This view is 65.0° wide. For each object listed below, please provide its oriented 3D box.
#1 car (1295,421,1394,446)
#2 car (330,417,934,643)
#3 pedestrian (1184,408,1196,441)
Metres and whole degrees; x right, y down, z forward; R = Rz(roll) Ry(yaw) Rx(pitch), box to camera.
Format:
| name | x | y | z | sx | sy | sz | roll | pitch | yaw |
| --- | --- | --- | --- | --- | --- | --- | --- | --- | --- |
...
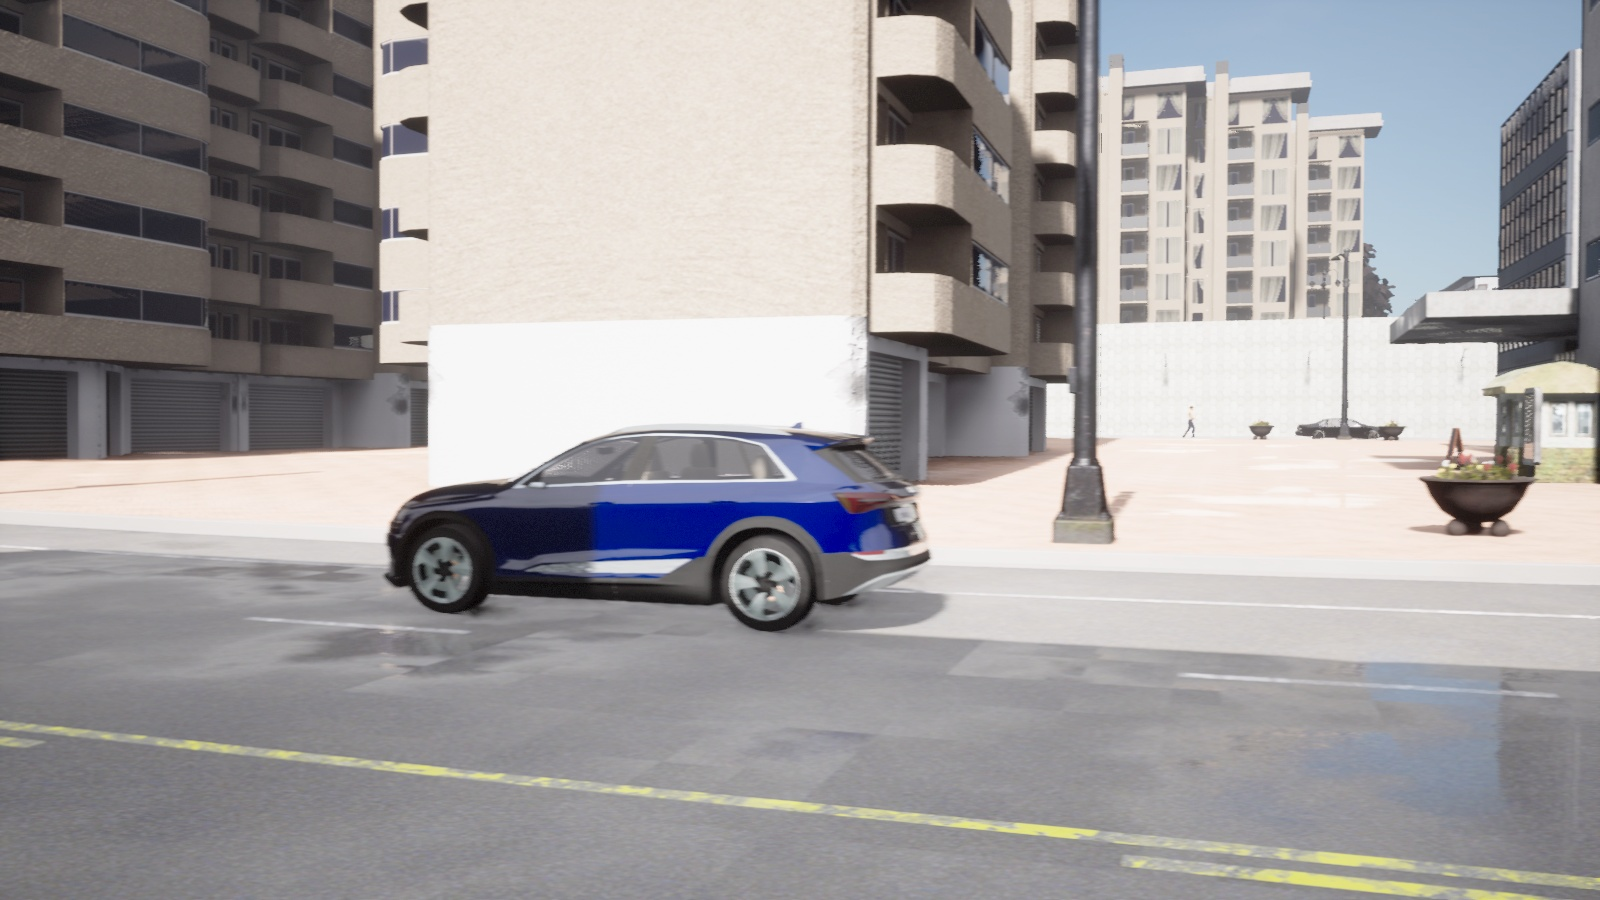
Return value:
| name | x | y | z | sx | sy | sz | roll | pitch | yaw |
| --- | --- | --- | --- | --- | --- | --- | --- | --- | --- |
| car | 32.691 | -0.980 | 75.602 | 5.357 | 1.411 | 2.033 | 1 | 1 | 20 |
| car | -1.438 | 0.560 | 11.061 | 4.856 | 1.649 | 2.033 | 1 | 1 | 19 |
| pedestrian | 21.624 | -1.397 | 69.590 | 0.594 | 1.836 | 0.345 | 1 | 1 | 16 |
